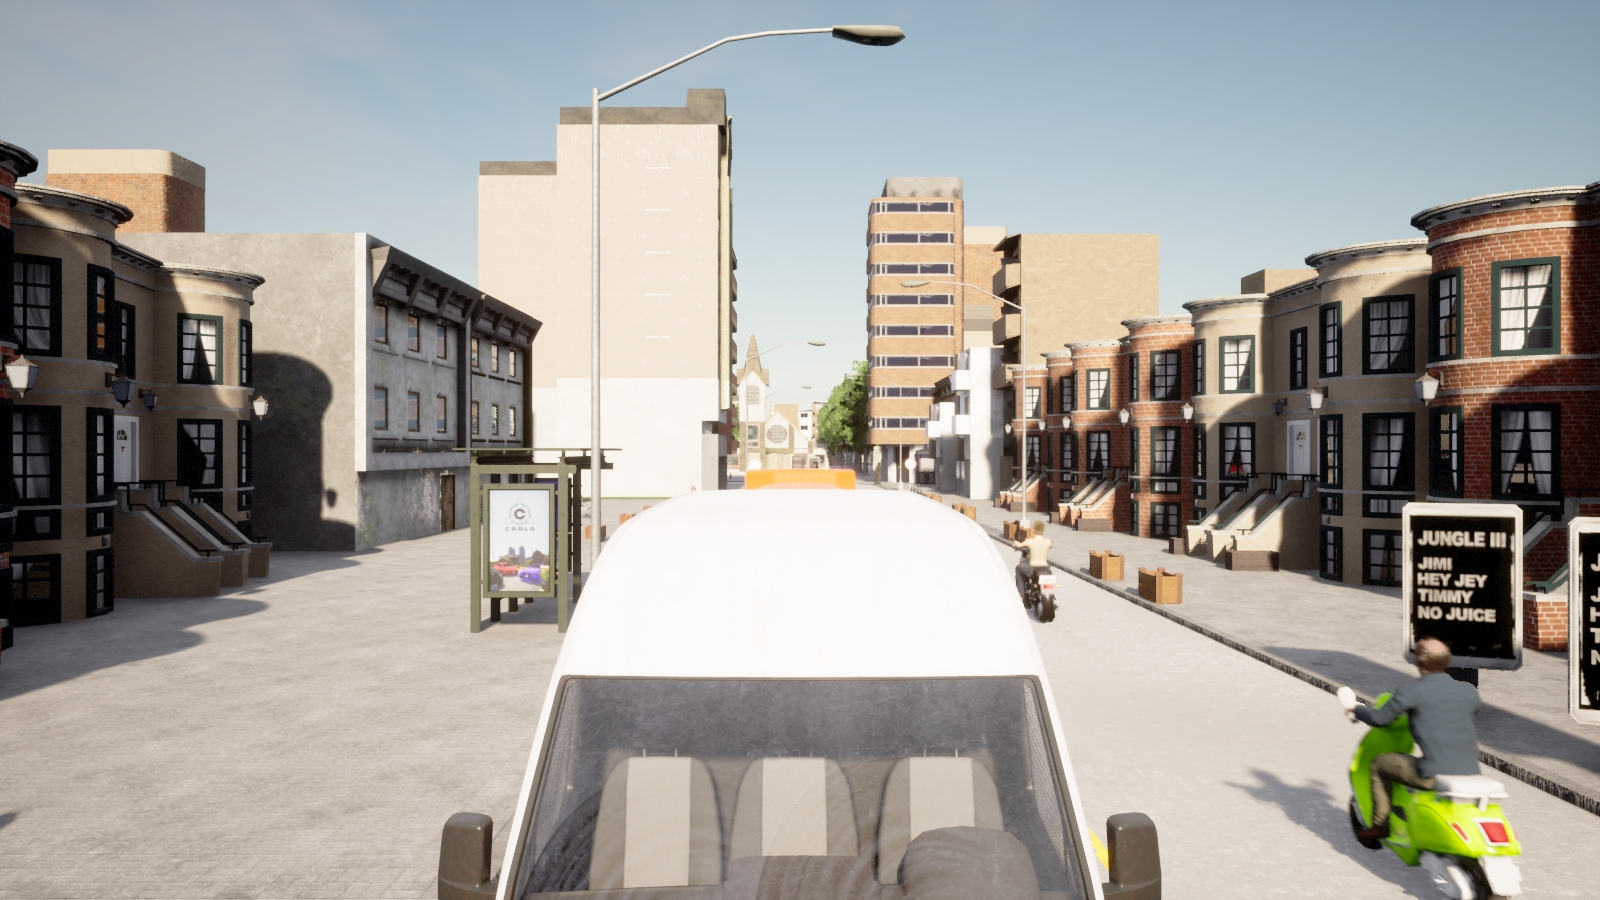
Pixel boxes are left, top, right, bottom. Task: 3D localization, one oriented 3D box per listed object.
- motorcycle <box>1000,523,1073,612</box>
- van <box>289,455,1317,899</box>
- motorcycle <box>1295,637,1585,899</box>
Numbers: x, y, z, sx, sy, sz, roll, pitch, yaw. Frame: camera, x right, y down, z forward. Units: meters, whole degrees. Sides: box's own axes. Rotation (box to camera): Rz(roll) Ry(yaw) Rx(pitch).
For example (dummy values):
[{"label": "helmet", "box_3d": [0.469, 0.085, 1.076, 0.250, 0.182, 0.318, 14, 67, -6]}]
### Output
[{"label": "motorcycle", "box_3d": [4.005, 1.958, 19.514, 0.764, 1.277, 2.356, 0, 0, 0]}, {"label": "van", "box_3d": [0.007, 1.317, 5.167, 1.988, 2.561, 5.915, 0, 0, 0]}, {"label": "motorcycle", "box_3d": [4.002, 1.965, 7.349, 0.856, 1.236, 1.805, 0, 0, 0]}]
